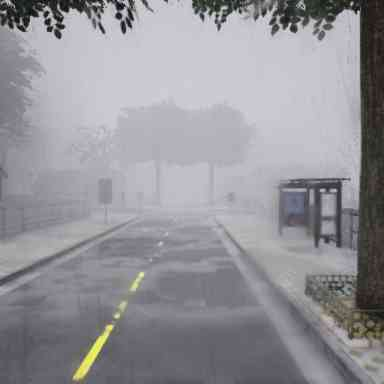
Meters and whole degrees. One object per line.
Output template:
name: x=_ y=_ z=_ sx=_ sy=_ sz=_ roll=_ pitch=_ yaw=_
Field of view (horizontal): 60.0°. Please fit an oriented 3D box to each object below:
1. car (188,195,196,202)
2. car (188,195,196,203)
car: x=-0.009 y=1.687 z=90.988 sx=2.097 sy=1.767 sz=4.553 roll=0 pitch=0 yaw=0
car: x=-0.007 y=1.875 z=80.134 sx=1.994 sy=1.385 sz=4.181 roll=0 pitch=0 yaw=0
